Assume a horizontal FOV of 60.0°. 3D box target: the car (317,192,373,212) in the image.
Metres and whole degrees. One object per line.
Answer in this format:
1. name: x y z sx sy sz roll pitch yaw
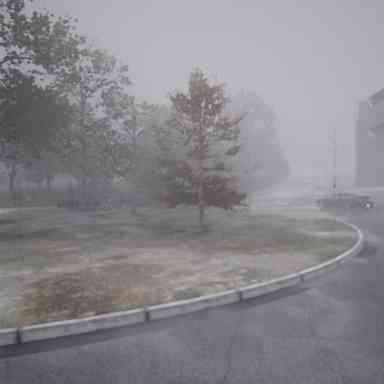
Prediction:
1. car: 12.498 0.742 27.477 1.837 1.490 4.892 0 1 -20

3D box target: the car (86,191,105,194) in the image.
1. car: -12.411 0.615 40.382 5.008 1.535 1.882 -1 1 -14

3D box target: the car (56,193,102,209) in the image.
1. car: -12.480 1.142 36.883 4.718 1.301 1.895 -1 1 -12

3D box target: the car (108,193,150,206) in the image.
1. car: -7.551 0.925 40.824 4.892 1.490 1.837 0 0 4
